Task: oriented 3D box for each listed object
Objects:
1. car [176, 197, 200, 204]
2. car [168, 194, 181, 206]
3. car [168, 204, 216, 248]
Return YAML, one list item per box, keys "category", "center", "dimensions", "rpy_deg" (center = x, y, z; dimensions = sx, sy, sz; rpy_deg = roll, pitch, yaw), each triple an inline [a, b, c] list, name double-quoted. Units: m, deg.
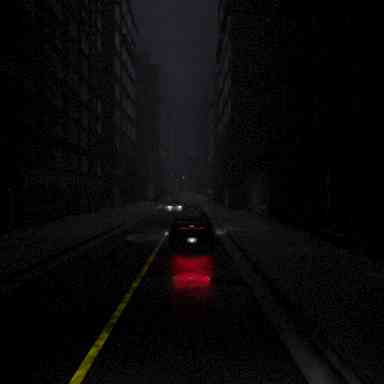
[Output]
- category: "car"
  center: [0.001, 1.491, 29.650]
  dimensions: [2.128, 1.511, 4.902]
  rpy_deg: [0, 0, 0]
- category: "car"
  center: [-2.749, 1.302, 55.620]
  dimensions: [2.150, 2.045, 5.566]
  rpy_deg: [0, 0, 0]
- category: "car"
  center: [0.000, 1.516, 14.649]
  dimensions: [1.837, 1.490, 4.892]
  rpy_deg: [0, 0, 0]
